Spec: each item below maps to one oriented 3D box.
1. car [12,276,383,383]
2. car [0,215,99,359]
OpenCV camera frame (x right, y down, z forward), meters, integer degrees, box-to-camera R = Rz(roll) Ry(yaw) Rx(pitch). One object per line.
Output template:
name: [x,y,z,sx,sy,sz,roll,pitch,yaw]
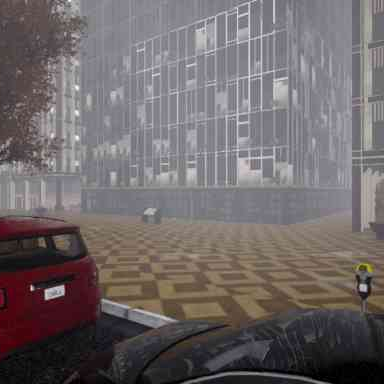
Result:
car: [0.865,1.566,2.260,4.313,1.339,1.947,0,0,36]
car: [-3.627,1.315,5.473,5.009,1.841,2.192,0,0,36]
